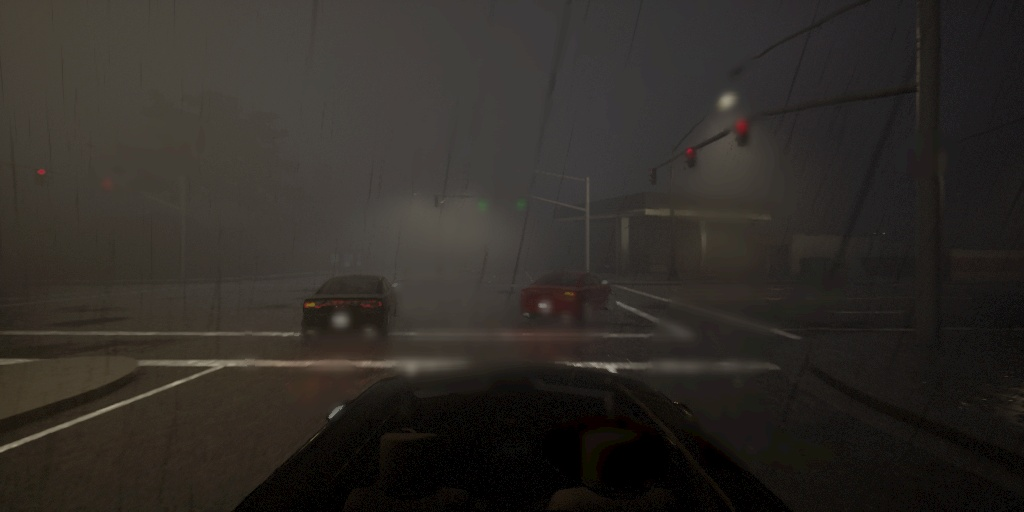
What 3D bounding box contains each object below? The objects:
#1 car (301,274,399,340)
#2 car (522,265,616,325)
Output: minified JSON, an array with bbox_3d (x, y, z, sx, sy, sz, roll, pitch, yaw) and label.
[{"bbox_3d":[-4.368,1.241,10.249,1.882,1.535,5.008,1,0,-15],"label":"car"},{"bbox_3d":[2.052,1.245,12.111,1.882,1.535,5.008,-1,-1,27],"label":"car"}]
